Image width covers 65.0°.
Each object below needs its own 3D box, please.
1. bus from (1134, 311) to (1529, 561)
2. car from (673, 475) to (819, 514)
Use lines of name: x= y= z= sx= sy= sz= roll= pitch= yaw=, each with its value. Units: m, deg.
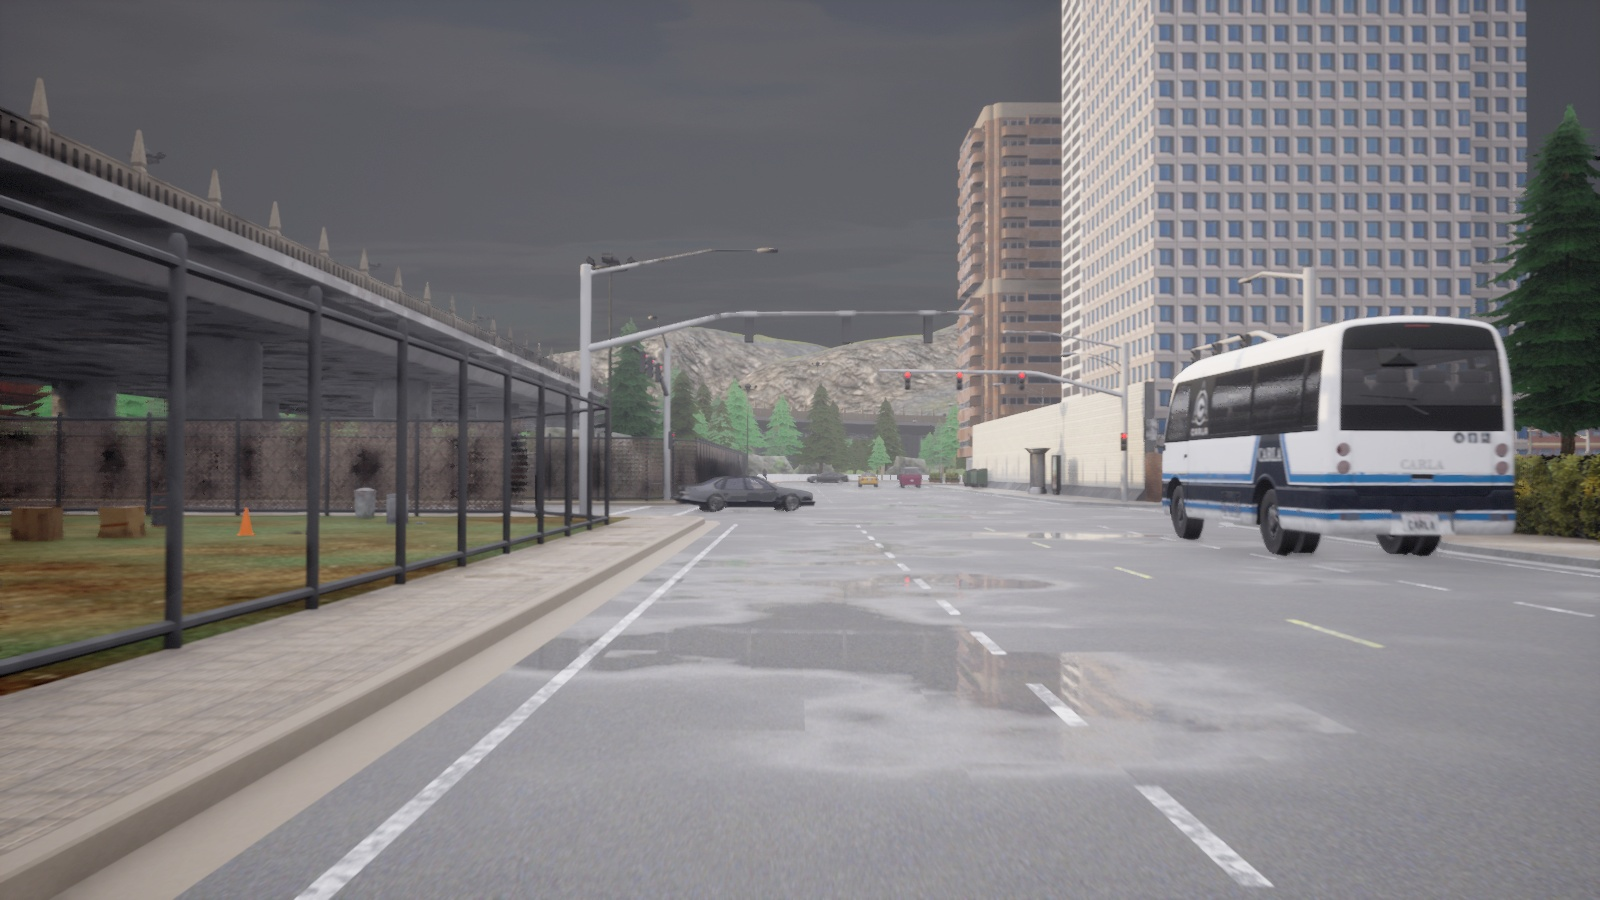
bus: x=10.429 y=-0.159 z=26.558 sx=3.944 sy=4.253 sz=10.273 roll=0 pitch=-1 yaw=0
car: x=-2.111 y=1.711 z=48.841 sx=5.357 sy=1.411 sz=2.033 roll=0 pitch=-1 yaw=-16
